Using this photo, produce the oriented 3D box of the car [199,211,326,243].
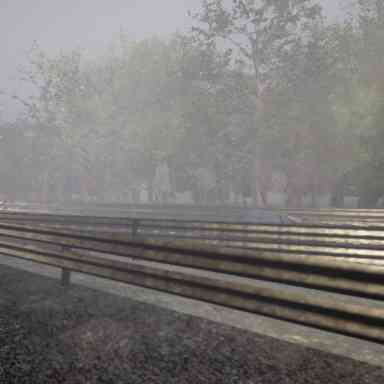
[{"bbox_3d":[3.020,1.553,14.524,5.357,1.411,2.033,0,0,22],"label":"car"}]
